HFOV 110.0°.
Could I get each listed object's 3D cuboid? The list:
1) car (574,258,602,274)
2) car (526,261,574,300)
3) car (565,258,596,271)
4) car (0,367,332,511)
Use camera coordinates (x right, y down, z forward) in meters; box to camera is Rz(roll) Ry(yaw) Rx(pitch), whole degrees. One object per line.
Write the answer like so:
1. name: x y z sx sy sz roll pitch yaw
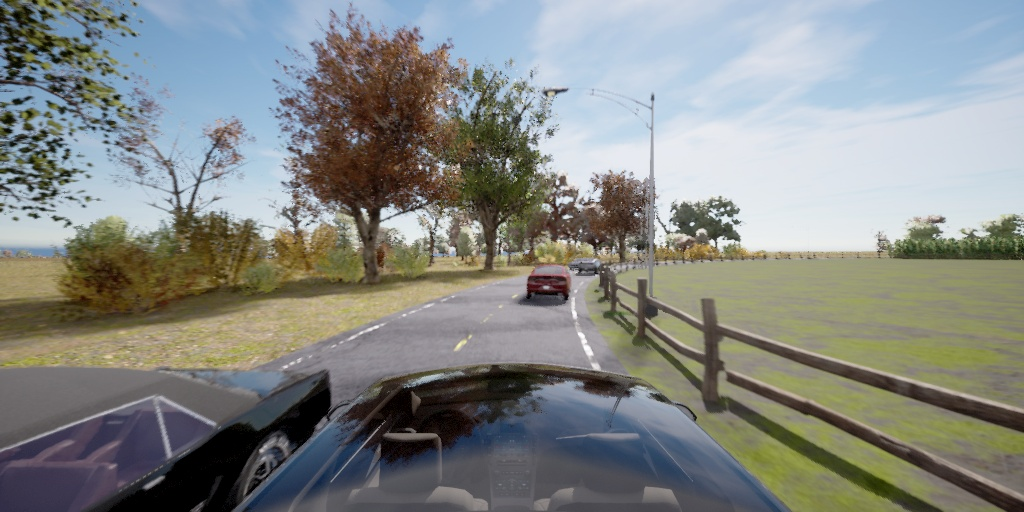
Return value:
1. car: 8.023 0.998 36.158 2.128 1.511 4.902 1 1 25
2. car: 1.897 1.151 17.497 1.882 1.535 5.008 0 1 11
3. car: 8.443 0.965 43.569 2.033 1.411 5.357 1 1 30
4. car: -2.741 1.334 1.334 1.895 1.301 4.718 0 0 1
